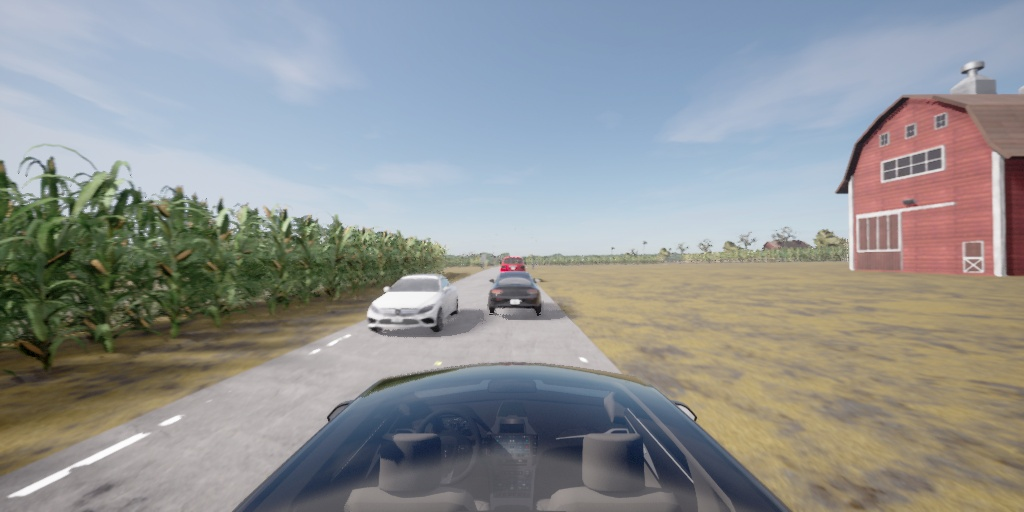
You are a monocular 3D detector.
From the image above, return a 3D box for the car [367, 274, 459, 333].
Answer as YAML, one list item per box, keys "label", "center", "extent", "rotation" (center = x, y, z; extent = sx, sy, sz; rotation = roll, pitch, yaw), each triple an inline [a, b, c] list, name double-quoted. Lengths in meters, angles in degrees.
- label: "car"
  center: [-2.765, 1.296, 11.016]
  extent: [1.812, 1.442, 4.674]
  rotation: [0, 0, 0]

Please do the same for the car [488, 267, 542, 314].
- label: "car"
  center: [0.098, 1.307, 13.742]
  extent: [1.812, 1.442, 4.674]
  rotation: [0, 0, 0]

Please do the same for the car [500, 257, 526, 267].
- label: "car"
  center: [0.093, 1.091, 31.660]
  extent: [2.150, 2.045, 5.566]
  rotation: [0, 0, 0]
